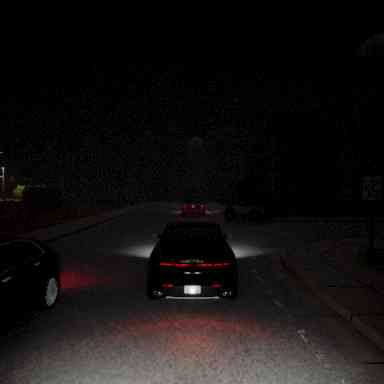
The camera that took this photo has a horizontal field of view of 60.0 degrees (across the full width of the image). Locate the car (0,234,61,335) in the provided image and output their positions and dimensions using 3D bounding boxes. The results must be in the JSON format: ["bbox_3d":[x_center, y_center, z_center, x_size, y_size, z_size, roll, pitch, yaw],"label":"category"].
[{"bbox_3d":[-3.579,1.487,4.939,1.837,1.490,4.892,0,0,0],"label":"car"}]

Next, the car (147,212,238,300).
[{"bbox_3d":[0.012,1.491,8.353,1.837,1.490,4.892,0,0,0],"label":"car"}]

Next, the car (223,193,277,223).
[{"bbox_3d":[4.191,1.113,24.118,1.905,1.878,3.866,-8,4,-42],"label":"car"}]

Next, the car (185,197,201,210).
[{"bbox_3d":[0.131,1.467,43.706,2.033,1.411,5.357,0,0,0],"label":"car"}]

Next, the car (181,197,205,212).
[{"bbox_3d":[0.113,1.295,31.394,2.097,1.767,4.553,0,0,0],"label":"car"}]
